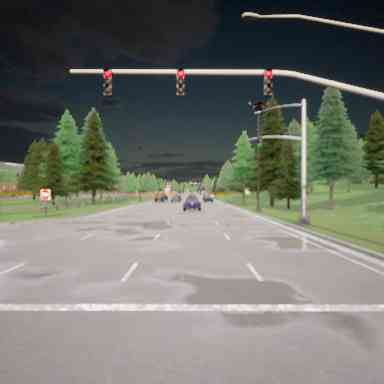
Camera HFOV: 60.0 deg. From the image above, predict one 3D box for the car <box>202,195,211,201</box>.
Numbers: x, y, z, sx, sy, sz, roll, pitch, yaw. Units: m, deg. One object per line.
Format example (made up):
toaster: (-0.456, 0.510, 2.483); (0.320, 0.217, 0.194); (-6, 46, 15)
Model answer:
car: (3.537, 1.347, 81.128); (2.033, 1.411, 5.357); (0, 0, 0)

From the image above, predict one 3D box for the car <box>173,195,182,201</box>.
car: (-3.463, 1.348, 81.131); (2.033, 1.411, 5.357); (0, 0, 0)

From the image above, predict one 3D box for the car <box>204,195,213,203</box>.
car: (3.533, 1.566, 71.154); (1.895, 1.301, 4.718); (0, 0, 0)

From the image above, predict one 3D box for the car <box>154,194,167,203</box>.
car: (-6.967, 1.495, 71.129); (1.812, 1.442, 4.674); (0, 0, 0)

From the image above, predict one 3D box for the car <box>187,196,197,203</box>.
car: (0.033, 1.522, 71.093); (1.994, 1.385, 4.181); (0, 0, 0)

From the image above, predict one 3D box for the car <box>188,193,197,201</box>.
car: (0.037, 1.163, 81.099); (2.097, 1.767, 4.553); (0, 0, 0)

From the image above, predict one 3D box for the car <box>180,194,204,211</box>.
car: (0.019, 1.340, 40.066); (2.097, 1.767, 4.553); (0, 0, 0)

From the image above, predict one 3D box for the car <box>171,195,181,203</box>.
car: (-3.467, 1.510, 70.711); (2.033, 1.411, 5.357); (0, 0, 0)
